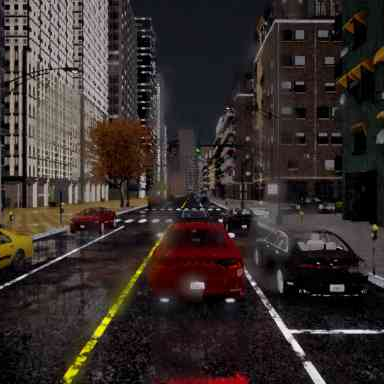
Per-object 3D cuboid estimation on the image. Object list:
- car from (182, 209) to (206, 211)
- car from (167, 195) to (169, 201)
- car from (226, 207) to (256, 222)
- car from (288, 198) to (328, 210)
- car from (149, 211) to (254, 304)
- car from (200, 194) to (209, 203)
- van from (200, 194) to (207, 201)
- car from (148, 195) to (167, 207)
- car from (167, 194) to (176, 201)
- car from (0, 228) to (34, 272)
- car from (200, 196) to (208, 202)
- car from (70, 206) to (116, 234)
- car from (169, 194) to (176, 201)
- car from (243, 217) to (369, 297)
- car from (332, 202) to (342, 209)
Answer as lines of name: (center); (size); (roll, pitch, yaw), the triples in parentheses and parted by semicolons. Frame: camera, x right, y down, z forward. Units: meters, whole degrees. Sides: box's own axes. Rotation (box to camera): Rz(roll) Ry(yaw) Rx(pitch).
car: (0.113, 1.605, 18.406); (1.895, 1.301, 4.718); (0, 0, 0)
car: (-5.613, 1.607, 57.347); (1.947, 1.339, 4.313); (0, 0, 0)
car: (2.715, 1.555, 19.424); (2.008, 1.369, 4.403); (0, 0, 0)
car: (13.479, 1.359, 38.815); (4.403, 1.369, 2.008); (-1, 1, 0)
car: (0.102, 1.478, 8.263); (1.882, 1.535, 5.008); (0, 0, 0)
car: (2.791, 1.630, 73.903); (1.947, 1.339, 4.313); (0, 0, 0)
van: (2.805, 1.424, 84.950); (1.690, 1.788, 3.998); (0, 0, 0)
car: (-5.621, 1.349, 51.824); (2.192, 1.841, 5.009); (0, 0, 0)
car: (-5.568, 1.409, 90.484); (2.192, 1.841, 5.009); (0, 0, 0)
car: (-5.680, 1.526, 8.200); (1.752, 1.417, 4.829); (0, 0, 0)
car: (2.798, 1.598, 79.596); (1.752, 1.417, 4.829); (0, 0, 0)
car: (-5.665, 1.549, 19.436); (1.887, 1.381, 4.507); (0, 0, 0)
car: (-5.575, 1.649, 84.962); (1.947, 1.339, 4.313); (0, 0, 0)
car: (2.700, 1.551, 8.358); (2.008, 1.369, 4.403); (0, 0, 0)
car: (18.876, 1.259, 38.862); (4.829, 1.417, 1.752); (-1, 1, 0)
